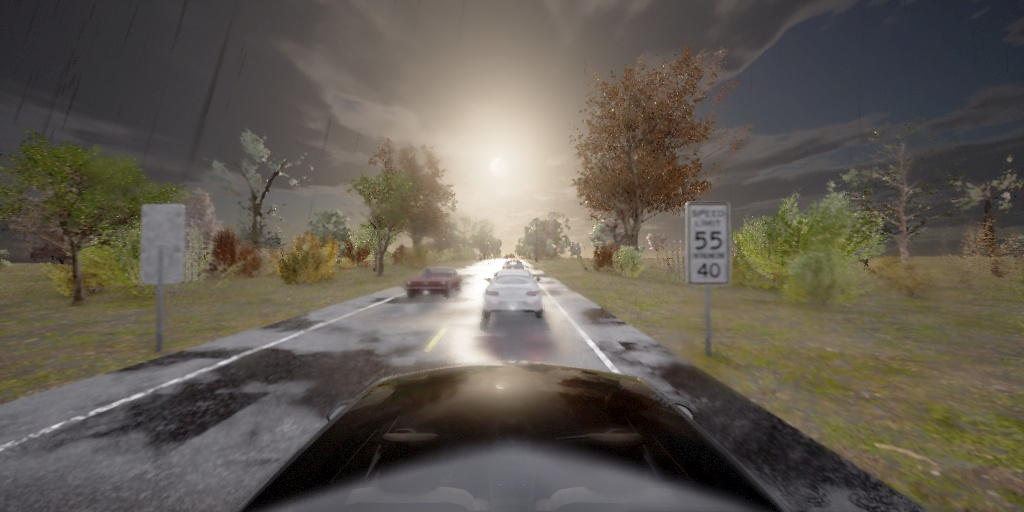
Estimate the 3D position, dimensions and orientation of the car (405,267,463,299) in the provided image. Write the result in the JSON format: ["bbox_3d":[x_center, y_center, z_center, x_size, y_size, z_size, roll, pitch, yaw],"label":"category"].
[{"bbox_3d":[-3.558,1.193,17.083,1.895,1.301,4.718,0,1,0],"label":"car"}]

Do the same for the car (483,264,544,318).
[{"bbox_3d":[0.047,1.165,12.237,1.812,1.442,4.674,0,1,0],"label":"car"}]

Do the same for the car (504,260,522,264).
[{"bbox_3d":[0.086,1.020,30.546,2.033,1.411,5.357,0,1,0],"label":"car"}]
